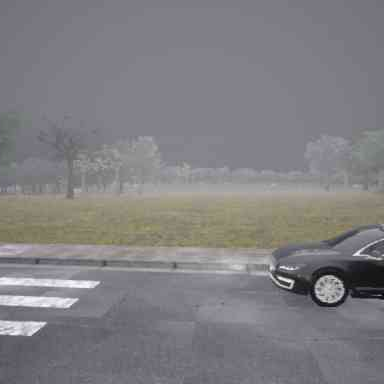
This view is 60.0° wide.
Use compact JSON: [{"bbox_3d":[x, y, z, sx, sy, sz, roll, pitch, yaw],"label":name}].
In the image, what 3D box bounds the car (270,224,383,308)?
[{"bbox_3d":[4.137,1.436,6.931,4.892,1.490,1.837,1,1,6],"label":"car"}]
